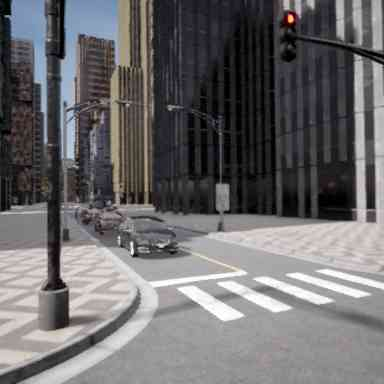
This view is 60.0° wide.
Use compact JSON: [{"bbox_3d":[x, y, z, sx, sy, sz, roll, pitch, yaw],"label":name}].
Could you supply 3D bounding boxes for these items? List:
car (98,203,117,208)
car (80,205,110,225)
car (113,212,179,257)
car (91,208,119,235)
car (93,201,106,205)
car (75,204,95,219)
[{"bbox_3d":[-10.535,2.543,42.728,1.837,1.490,4.892,0,-1,-22],"label":"car"},{"bbox_3d":[-9.586,2.341,32.476,1.812,1.442,4.674,0,-1,-23],"label":"car"},{"bbox_3d":[-2.063,1.851,14.735,1.837,1.490,4.892,0,-1,-22],"label":"car"},{"bbox_3d":[-5.683,2.098,23.254,1.812,1.442,4.674,0,-1,-23],"label":"car"},{"bbox_3d":[-14.642,2.510,52.294,2.150,2.045,5.566,0,-1,-23],"label":"car"},{"bbox_3d":[-13.943,2.613,42.897,1.812,1.442,4.674,0,-1,-21],"label":"car"}]
